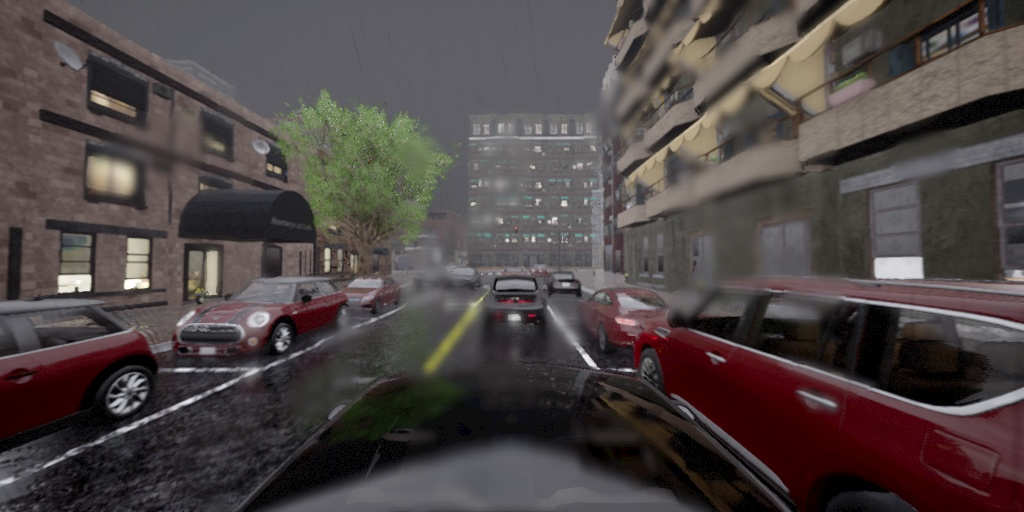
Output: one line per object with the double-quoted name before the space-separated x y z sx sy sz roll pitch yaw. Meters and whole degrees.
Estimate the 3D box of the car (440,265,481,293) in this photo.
"car" -3.060 1.426 23.039 1.882 1.535 5.008 0 -1 0

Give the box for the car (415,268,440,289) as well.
"car" -5.613 1.540 25.695 1.948 1.339 4.313 0 0 0

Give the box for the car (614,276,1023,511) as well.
"car" 2.692 1.077 2.994 2.192 1.841 5.009 0 0 0

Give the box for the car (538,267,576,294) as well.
"car" 2.724 1.487 20.052 1.948 1.339 4.313 0 0 0

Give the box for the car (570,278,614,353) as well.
"car" 2.702 1.397 8.680 1.802 1.307 4.207 0 0 0

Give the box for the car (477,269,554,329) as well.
"car" 0.103 1.349 11.609 1.837 1.490 4.892 0 0 0

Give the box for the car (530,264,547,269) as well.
"car" 2.803 1.524 37.108 1.967 1.591 4.097 0 0 0

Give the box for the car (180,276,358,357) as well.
"car" -5.646 1.253 8.637 1.967 1.591 4.097 0 0 0

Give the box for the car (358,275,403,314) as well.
"car" -5.635 1.449 14.323 1.802 1.307 4.207 0 0 0

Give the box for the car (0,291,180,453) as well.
"car" -5.656 1.201 2.950 1.967 1.591 4.097 0 0 0

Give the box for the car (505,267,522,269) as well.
"car" 0.149 1.628 31.218 1.895 1.301 4.718 0 -1 0
